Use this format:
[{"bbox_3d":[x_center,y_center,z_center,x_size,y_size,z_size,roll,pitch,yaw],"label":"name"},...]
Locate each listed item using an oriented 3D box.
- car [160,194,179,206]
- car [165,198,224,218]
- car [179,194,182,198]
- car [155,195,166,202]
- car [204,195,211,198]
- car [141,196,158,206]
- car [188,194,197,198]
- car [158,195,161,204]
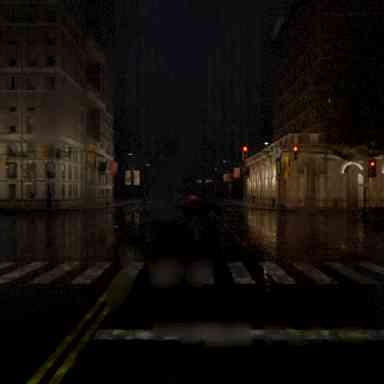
[{"bbox_3d":[-3.584,1.502,54.260,1.837,1.490,4.892,0,0,1],"label":"car"},{"bbox_3d":[0.328,1.504,29.447,4.892,1.490,1.837,0,0,0],"label":"car"},{"bbox_3d":[-3.534,1.544,64.503,2.033,1.411,5.357,0,0,2],"label":"car"},{"bbox_3d":[-6.913,1.496,73.914,1.837,1.490,4.892,0,0,1],"label":"car"},{"bbox_3d":[3.633,1.460,78.607,2.033,1.411,5.357,0,0,1],"label":"car"},{"bbox_3d":[-7.085,1.502,54.279,1.837,1.490,4.892,0,0,0],"label":"car"},{"bbox_3d":[0.133,1.275,78.610,2.097,1.767,4.553,0,0,1],"label":"car"},{"bbox_3d":[-7.049,1.560,63.785,1.994,1.385,4.181,0,0,2],"label":"car"}]
